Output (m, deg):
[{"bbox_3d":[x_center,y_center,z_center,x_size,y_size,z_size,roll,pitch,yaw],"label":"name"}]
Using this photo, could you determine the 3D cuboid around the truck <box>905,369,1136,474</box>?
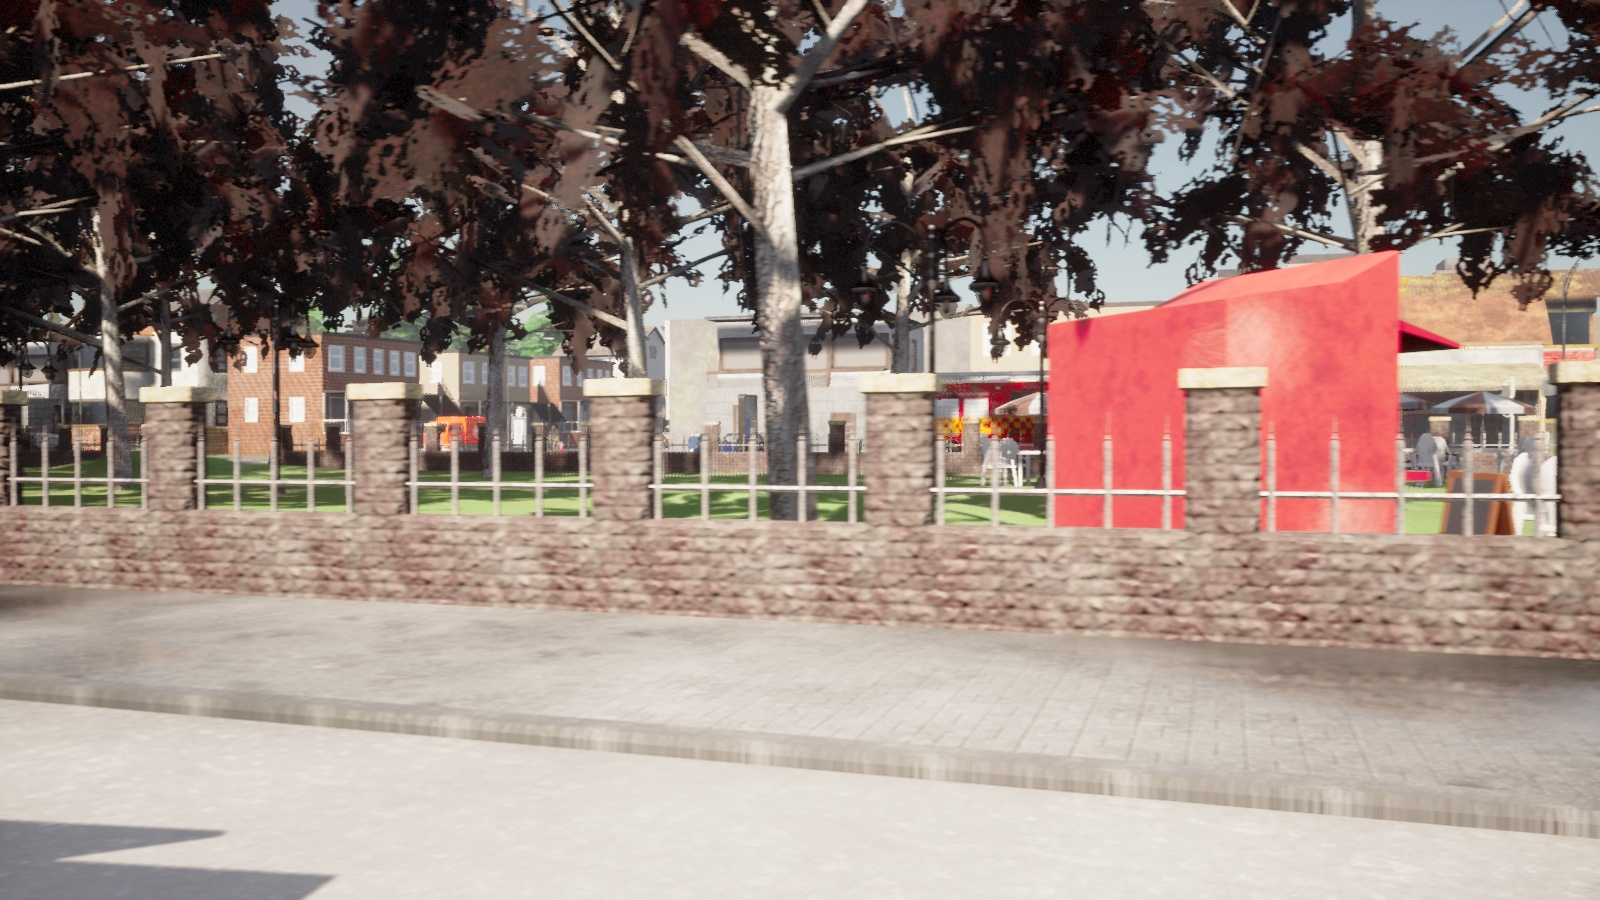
[{"bbox_3d":[8.528,-1.083,48.588,8.468,3.827,2.891,0,1,19],"label":"truck"}]

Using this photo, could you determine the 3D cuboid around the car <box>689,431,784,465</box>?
[{"bbox_3d":[-2.861,-0.126,56.670,3.806,1.475,1.970,1,1,19],"label":"car"}]

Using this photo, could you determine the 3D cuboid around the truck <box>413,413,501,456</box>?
[{"bbox_3d":[-20.612,-0.953,75.784,2.627,2.467,5.204,1,1,19],"label":"truck"}]

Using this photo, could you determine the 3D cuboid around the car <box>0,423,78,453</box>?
[{"bbox_3d":[-43.239,-0.683,70.301,5.027,1.651,2.152,1,1,20],"label":"car"}]

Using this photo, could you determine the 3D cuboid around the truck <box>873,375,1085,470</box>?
[{"bbox_3d":[7.562,-1.161,53.135,8.468,3.827,2.891,1,1,19],"label":"truck"}]
